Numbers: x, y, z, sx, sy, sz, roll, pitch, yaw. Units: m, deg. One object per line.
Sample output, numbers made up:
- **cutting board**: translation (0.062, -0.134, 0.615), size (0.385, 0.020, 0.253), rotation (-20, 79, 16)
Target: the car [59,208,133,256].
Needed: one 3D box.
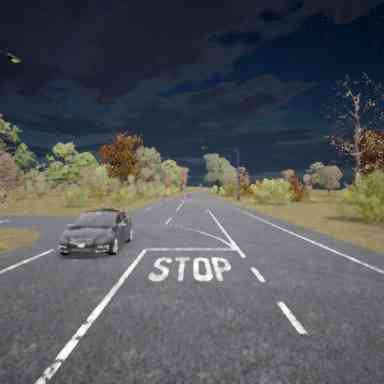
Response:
- **car**: translation (-3.502, 1.444, 12.929), size (1.837, 1.490, 4.892), rotation (0, 0, 0)
